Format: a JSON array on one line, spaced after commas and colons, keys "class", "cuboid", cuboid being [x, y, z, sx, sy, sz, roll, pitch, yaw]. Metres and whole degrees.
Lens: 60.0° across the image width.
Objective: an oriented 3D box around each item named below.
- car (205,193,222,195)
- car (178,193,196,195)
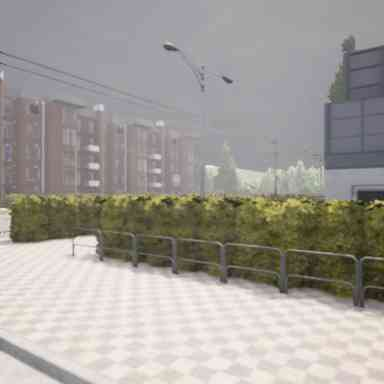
[{"class": "car", "cuboid": [3.507, 1.216, 49.012, 2.150, 2.045, 5.566, 0, -1, 36]}, {"class": "car", "cuboid": [-0.184, 1.218, 49.880, 2.150, 2.045, 5.566, 0, 0, 35]}]
